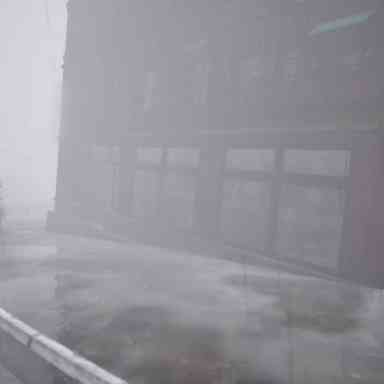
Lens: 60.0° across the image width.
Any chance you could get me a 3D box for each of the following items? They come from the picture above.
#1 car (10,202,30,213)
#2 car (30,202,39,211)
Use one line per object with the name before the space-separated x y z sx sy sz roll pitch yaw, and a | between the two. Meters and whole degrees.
car | -25.746 2.254 48.617 1.994 1.385 4.181 4 -2 -10
car | -27.569 2.458 58.467 1.837 1.490 4.892 4 -2 -10
